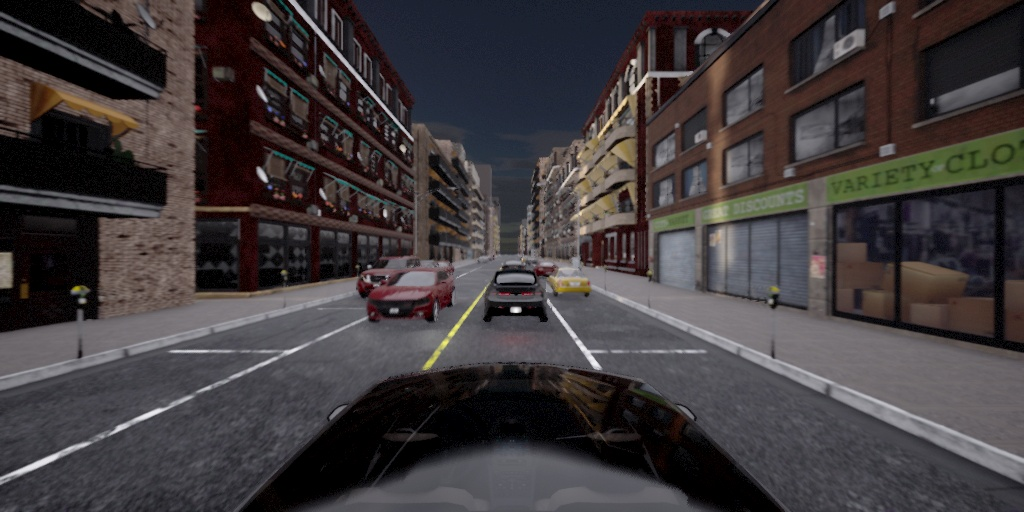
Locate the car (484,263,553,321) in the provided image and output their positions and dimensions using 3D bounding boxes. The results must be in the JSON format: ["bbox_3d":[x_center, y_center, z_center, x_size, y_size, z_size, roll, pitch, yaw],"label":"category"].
[{"bbox_3d":[0.104,1.169,11.976,1.837,1.490,4.892,0,1,0],"label":"car"}]

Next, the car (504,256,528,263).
[{"bbox_3d":[0.116,0.992,29.692,1.882,1.535,5.008,0,0,0],"label":"car"}]

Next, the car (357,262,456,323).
[{"bbox_3d":[-3.089,1.141,11.902,1.882,1.535,5.008,0,0,0],"label":"car"}]

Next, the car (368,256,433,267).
[{"bbox_3d":[-5.684,0.929,17.566,2.192,1.841,5.009,0,0,0],"label":"car"}]

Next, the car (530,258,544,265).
[{"bbox_3d":[2.704,1.068,28.828,1.888,1.381,4.507,0,0,0],"label":"car"}]

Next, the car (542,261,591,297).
[{"bbox_3d":[2.697,1.144,17.726,1.751,1.417,4.829,0,0,0],"label":"car"}]

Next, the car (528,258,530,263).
[{"bbox_3d":[2.718,0.883,51.372,2.007,1.370,4.403,0,0,0],"label":"car"}]
